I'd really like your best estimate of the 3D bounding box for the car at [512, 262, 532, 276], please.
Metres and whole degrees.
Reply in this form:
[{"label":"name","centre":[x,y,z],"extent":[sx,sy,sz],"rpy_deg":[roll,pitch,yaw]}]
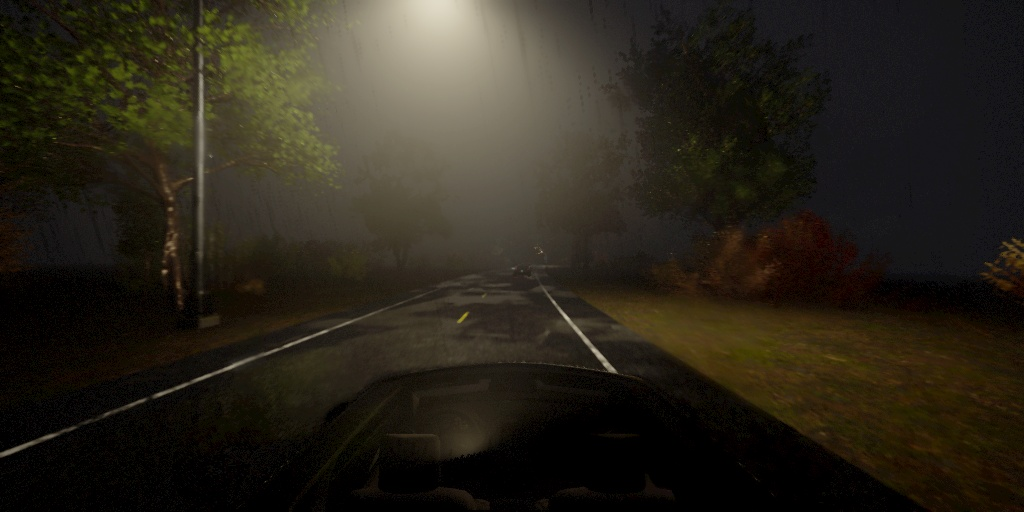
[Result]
[{"label":"car","centre":[1.235,1.676,42.430],"extent":[1.994,1.385,4.181],"rpy_deg":[0,-1,3]}]
